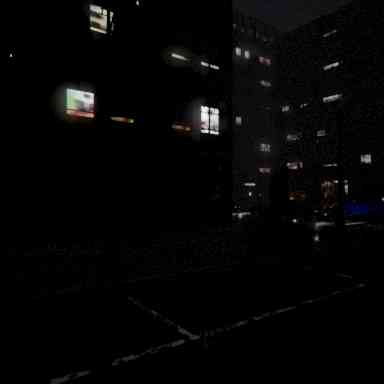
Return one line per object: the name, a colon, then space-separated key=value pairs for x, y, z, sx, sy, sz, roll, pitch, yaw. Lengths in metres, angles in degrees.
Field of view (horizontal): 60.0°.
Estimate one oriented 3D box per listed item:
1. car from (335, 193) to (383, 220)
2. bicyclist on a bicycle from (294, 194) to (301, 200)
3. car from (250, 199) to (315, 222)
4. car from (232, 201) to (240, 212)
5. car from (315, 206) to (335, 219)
car: x=13.127 y=1.081 z=24.030 sx=2.150 sy=2.045 sz=5.566 roll=-1 pitch=2 yaw=-40
bicyclist on a bicycle: x=11.435 y=1.010 z=36.160 sx=1.656 sy=1.620 sz=0.582 roll=0 pitch=1 yaw=-36
car: x=6.184 y=1.341 z=24.141 sx=2.008 sy=1.369 sz=4.403 roll=1 pitch=0 yaw=-36
car: x=2.705 y=1.167 z=33.307 sx=1.837 sy=1.490 sz=4.892 roll=0 pitch=1 yaw=-36
car: x=8.201 y=1.317 z=25.785 sx=1.812 sy=1.442 sz=4.674 roll=0 pitch=1 yaw=-37
